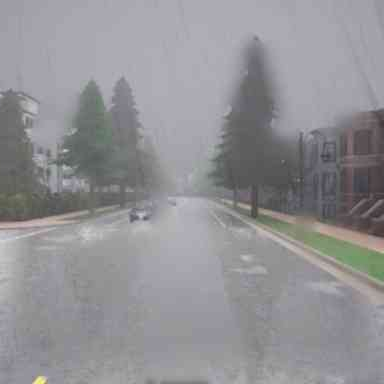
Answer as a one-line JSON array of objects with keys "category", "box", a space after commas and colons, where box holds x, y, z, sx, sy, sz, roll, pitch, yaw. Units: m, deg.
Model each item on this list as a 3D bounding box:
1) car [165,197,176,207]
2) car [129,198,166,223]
[{"category": "car", "box": [-3.371, 1.411, 49.220, 1.812, 1.442, 4.674, 0, 0, 0]}, {"category": "car", "box": [-3.431, 1.436, 24.921, 2.128, 1.511, 4.902, 0, 0, 0]}]
